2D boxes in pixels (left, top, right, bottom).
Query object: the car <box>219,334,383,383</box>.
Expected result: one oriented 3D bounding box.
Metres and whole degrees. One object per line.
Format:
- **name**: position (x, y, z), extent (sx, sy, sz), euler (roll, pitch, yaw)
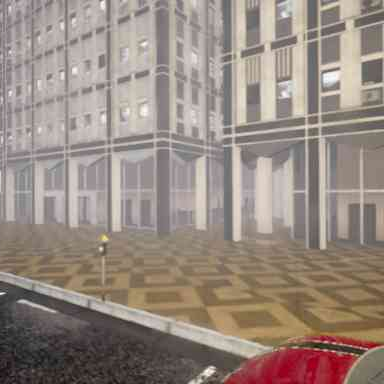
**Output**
- **car**: position (1.839, 1.438, 1.567), extent (4.097, 1.590, 1.967), euler (0, 0, 35)
